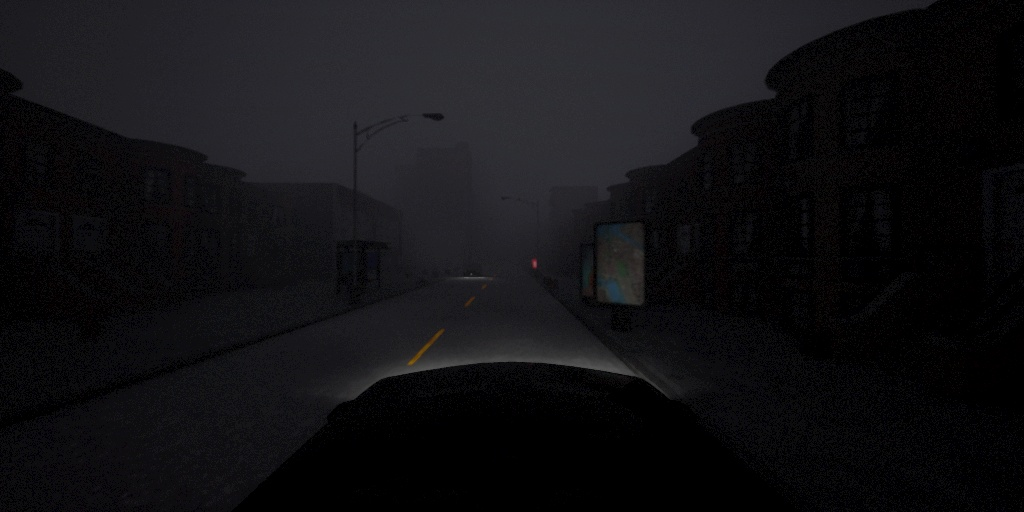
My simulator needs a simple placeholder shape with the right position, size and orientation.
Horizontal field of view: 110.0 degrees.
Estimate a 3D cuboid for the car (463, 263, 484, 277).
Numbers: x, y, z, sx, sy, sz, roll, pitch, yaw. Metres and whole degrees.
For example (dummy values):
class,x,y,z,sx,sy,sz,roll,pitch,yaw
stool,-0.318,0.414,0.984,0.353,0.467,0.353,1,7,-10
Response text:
class,x,y,z,sx,sy,sz,roll,pitch,yaw
car,-4.095,1.470,38.784,2.033,1.411,5.357,0,0,0
